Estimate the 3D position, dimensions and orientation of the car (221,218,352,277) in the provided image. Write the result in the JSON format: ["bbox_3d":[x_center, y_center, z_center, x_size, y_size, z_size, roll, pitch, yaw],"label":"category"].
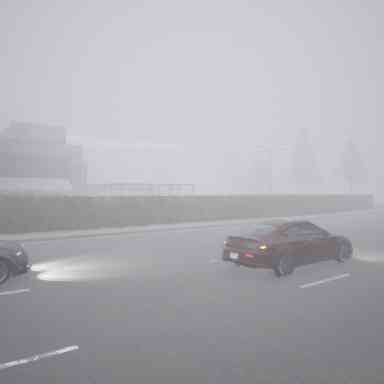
[{"bbox_3d":[2.982,1.525,10.180,4.674,1.442,1.812,0,0,-36],"label":"car"}]

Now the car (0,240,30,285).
[{"bbox_3d":[-6.213,1.564,7.915,4.181,1.385,1.994,0,0,-35],"label":"car"}]
